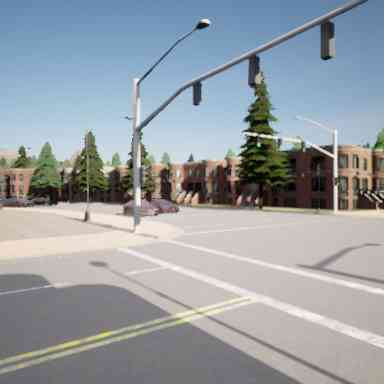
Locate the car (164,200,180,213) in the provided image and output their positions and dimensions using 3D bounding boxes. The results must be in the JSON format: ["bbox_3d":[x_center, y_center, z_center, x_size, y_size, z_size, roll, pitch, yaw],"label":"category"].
[{"bbox_3d":[-3.055,1.469,33.769,1.994,1.385,4.181,0,0,-38],"label":"car"}]

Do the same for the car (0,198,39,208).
[{"bbox_3d":[-24.771,1.508,46.992,5.357,1.411,2.033,0,0,22],"label":"car"}]

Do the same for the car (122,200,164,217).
[{"bbox_3d":[-4.771,1.450,30.311,1.812,1.442,4.674,0,0,-37],"label":"car"}]

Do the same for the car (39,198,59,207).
[{"bbox_3d":[-22.292,1.541,49.702,4.718,1.301,1.895,0,0,23],"label":"car"}]
